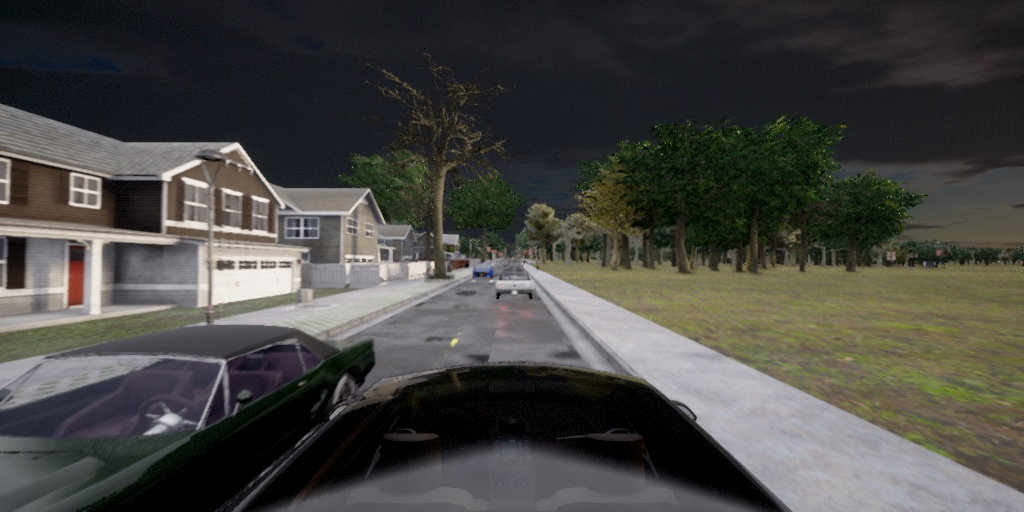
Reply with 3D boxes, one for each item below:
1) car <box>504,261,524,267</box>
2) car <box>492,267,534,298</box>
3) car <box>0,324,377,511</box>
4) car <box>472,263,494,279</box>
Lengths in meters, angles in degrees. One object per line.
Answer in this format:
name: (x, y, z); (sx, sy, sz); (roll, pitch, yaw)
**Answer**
car: (0.219, 1.299, 37.873); (2.097, 1.767, 4.553); (0, 0, 0)
car: (0.135, 1.452, 19.187); (1.895, 1.301, 4.718); (0, 0, 0)
car: (-2.850, 1.350, 2.834); (1.895, 1.301, 4.718); (0, 0, 0)
car: (-2.729, 1.402, 34.767); (1.882, 1.535, 5.008); (0, 0, 0)
